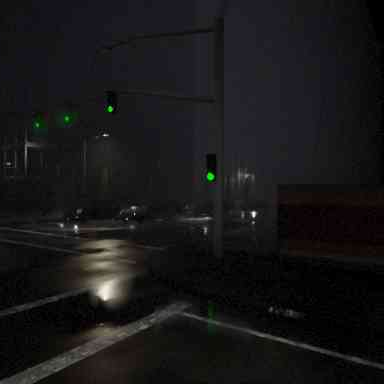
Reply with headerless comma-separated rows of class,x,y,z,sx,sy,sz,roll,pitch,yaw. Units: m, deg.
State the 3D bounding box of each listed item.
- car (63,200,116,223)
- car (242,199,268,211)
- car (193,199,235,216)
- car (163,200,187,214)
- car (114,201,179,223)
car,-7.706,1.407,26.001,2.097,1.767,4.553,0,0,36
car,8.048,1.581,41.971,1.812,1.442,4.674,0,0,36
car,2.076,1.533,33.653,1.882,1.535,5.008,0,0,35
car,-2.387,1.560,33.433,1.837,1.490,4.892,0,0,36
car,-3.441,1.656,25.951,1.895,1.301,4.718,0,0,36
